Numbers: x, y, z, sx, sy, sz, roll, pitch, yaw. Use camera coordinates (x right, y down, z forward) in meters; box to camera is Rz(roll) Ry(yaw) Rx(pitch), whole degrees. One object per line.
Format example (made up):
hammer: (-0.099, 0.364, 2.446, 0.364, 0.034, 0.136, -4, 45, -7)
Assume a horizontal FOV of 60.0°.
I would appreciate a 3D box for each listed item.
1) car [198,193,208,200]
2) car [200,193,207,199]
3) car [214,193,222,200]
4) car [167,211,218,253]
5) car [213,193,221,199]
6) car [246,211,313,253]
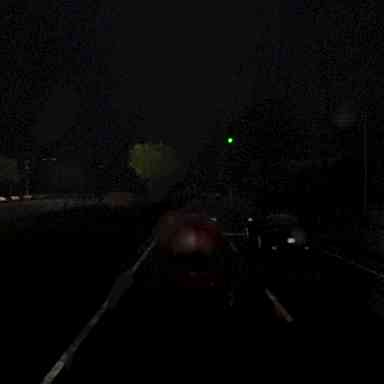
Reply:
car: (2.597, 1.047, 79.235, 2.097, 1.767, 4.553, 0, 1, 4)
car: (3.216, 0.957, 89.249, 1.812, 1.442, 4.674, 0, 1, 4)
car: (6.094, 1.288, 79.082, 1.895, 1.301, 4.718, 0, 1, 4)
car: (0.033, 1.560, 14.170, 1.882, 1.535, 5.008, 0, 0, 1)
car: (6.709, 0.974, 89.033, 2.033, 1.411, 5.357, 0, 1, 4)
car: (3.533, 1.560, 14.182, 1.882, 1.535, 5.008, 0, 0, 1)
